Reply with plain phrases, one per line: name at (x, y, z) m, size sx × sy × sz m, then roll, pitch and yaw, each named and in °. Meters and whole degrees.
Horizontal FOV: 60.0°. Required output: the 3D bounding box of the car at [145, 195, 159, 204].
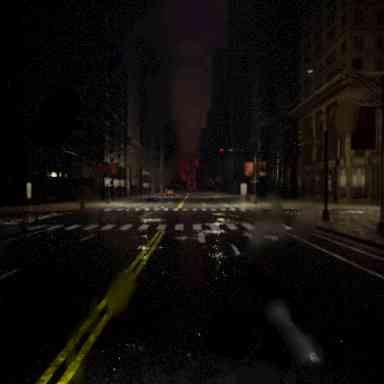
car at (-6.485, 1.177, 54.395) m, size 1.895 × 1.301 × 4.718 m, roll 0°, pitch 1°, yaw 0°
